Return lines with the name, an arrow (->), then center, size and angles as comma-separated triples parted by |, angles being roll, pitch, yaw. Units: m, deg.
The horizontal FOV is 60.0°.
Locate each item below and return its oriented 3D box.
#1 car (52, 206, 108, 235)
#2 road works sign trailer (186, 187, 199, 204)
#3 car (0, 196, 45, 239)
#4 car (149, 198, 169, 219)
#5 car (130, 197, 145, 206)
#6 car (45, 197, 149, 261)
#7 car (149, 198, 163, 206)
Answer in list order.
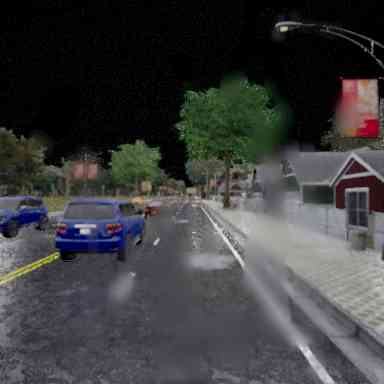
car -> -6.607, 1.624, 20.143 | 1.994, 1.385, 4.181 | 0, 0, 0
road works sign trailer -> -0.024, 0.755, 70.656 | 2.380, 3.560, 2.880 | 0, 0, 0
car -> -9.857, 1.274, 18.138 | 2.150, 2.045, 5.566 | 0, 0, 0
car -> -3.163, 1.576, 30.654 | 1.882, 1.535, 5.008 | 0, 0, 0
car -> -9.804, 1.710, 60.032 | 1.882, 1.535, 5.008 | 0, 0, 1
car -> -3.157, 1.258, 12.517 | 2.150, 2.045, 5.566 | 0, 0, 0
car -> -6.556, 1.799, 60.494 | 1.994, 1.385, 4.181 | 0, 0, 1
